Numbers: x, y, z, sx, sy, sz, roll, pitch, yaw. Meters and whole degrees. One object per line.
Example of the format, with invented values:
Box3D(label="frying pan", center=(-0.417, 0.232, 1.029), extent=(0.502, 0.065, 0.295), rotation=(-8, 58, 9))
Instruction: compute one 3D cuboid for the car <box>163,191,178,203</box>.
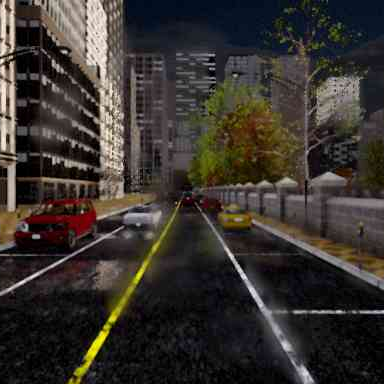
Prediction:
Box3D(label="car", center=(-3.664, 0.904, 62.454), extent=(2.150, 2.045, 5.566), rotation=(0, 0, -1))

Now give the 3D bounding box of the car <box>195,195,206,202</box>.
Box3D(label="car", center=(1.642, 1.238, 64.198), extent=(1.947, 1.339, 4.313), rotation=(0, 0, -1))

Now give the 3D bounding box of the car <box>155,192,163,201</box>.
Box3D(label="car", center=(-6.495, 0.958, 69.684), extent=(2.192, 1.841, 5.009), rotation=(0, 0, -1))

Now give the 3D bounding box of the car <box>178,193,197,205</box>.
Box3D(label="car", center=(-0.673, 1.089, 52.159), extent=(2.097, 1.767, 4.553), rotation=(0, 0, -1))

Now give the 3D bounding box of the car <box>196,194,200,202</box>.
Box3D(label="car", center=(1.977, 1.343, 47.552), extent=(1.802, 1.307, 4.206), rotation=(0, 0, -1))

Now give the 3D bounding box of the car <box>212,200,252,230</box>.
Box3D(label="car", center=(2.450, 1.428, 19.984), extent=(1.752, 1.417, 4.829), rotation=(0, 0, -1))

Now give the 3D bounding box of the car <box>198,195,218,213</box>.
Box3D(label="car", center=(1.910, 1.308, 34.368), extent=(1.882, 1.535, 5.008), rotation=(0, 0, -1))

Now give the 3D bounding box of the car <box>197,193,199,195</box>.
Box3D(label="car", center=(1.865, 1.297, 53.101), extent=(1.947, 1.339, 4.313), rotation=(0, 0, -1))

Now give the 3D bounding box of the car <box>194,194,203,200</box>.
Box3D(label="car", center=(1.419, 1.193, 75.295), extent=(1.802, 1.307, 4.206), rotation=(0, 0, -1))

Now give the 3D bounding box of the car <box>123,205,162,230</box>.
Box3D(label="car", center=(-2.977, 1.501, 20.641), extent=(1.895, 1.301, 4.718), rotation=(0, 0, -1))

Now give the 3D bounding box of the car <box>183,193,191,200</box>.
Box3D(label="car", center=(-1.129, 0.960, 74.584), extent=(1.837, 1.490, 4.892), rotation=(0, 0, -1))

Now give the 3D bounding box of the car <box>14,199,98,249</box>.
Box3D(label="car", center=(-5.520, 1.248, 14.249), extent=(2.192, 1.841, 5.009), rotation=(0, 0, 0))

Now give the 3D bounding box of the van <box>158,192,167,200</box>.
Box3D(label="van", center=(-6.607, 0.953, 75.224), extent=(1.690, 1.788, 3.998), rotation=(0, 0, -1))

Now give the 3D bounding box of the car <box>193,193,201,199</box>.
Box3D(label="car", center=(1.195, 0.987, 86.392), extent=(1.967, 1.590, 4.097), rotation=(0, 0, -1))
